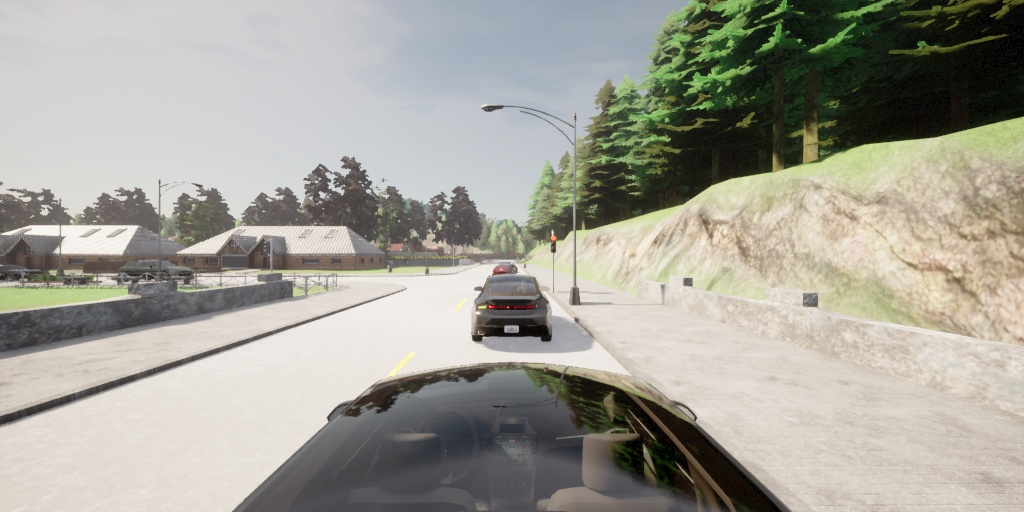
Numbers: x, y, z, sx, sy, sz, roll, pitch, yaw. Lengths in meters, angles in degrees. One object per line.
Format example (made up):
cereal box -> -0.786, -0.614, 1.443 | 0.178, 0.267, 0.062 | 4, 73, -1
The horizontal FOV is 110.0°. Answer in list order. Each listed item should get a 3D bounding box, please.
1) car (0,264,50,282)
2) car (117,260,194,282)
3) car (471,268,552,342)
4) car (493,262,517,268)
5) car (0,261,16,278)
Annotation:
car -> -39.328, 1.351, 27.992 | 4.718, 1.301, 1.895 | 0, 0, 0
car -> -27.770, 1.102, 28.083 | 4.553, 1.767, 2.097 | 0, 0, 0
car -> -0.009, 1.255, 9.792 | 1.837, 1.490, 4.892 | 0, 0, 0
car -> -0.698, 1.314, 37.205 | 1.994, 1.385, 4.181 | 0, 0, 11
car -> -48.130, 1.228, 32.051 | 5.008, 1.535, 1.882 | 0, 0, 0
